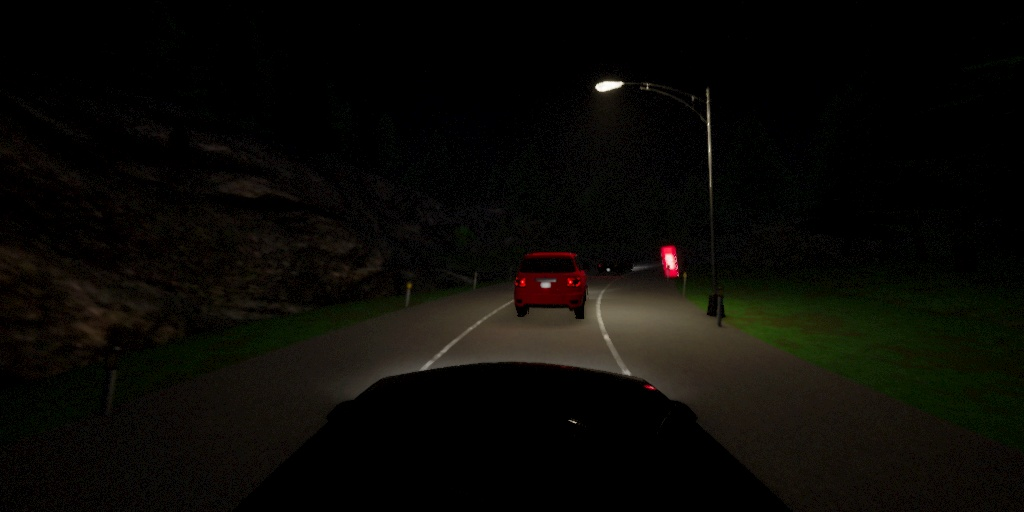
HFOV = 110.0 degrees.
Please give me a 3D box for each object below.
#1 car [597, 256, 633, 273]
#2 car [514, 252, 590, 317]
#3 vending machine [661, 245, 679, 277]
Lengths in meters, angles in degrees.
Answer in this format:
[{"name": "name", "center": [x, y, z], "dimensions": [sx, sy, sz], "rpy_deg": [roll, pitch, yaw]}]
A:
[{"name": "car", "center": [8.752, 0.689, 30.111], "dimensions": [1.895, 1.301, 4.718], "rpy_deg": [-2, 1, 32]}, {"name": "car", "center": [1.559, 0.879, 12.919], "dimensions": [2.150, 2.045, 5.566], "rpy_deg": [-1, 1, 13]}, {"name": "vending machine", "center": [10.774, 0.333, 24.172], "dimensions": [1.100, 2.100, 0.880], "rpy_deg": [0, 0, 28]}]
